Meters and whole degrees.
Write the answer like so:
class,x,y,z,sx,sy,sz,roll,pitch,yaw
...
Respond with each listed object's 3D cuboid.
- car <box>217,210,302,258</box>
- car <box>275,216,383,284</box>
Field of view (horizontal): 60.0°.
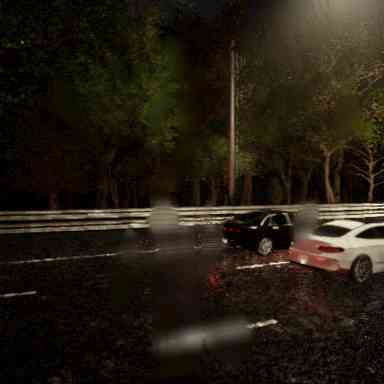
class,x,y,z,sx,sy,sz,roll,pitch,yaw
car,3.291,1.446,12.513,4.892,1.490,1.837,0,0,-26
car,4.853,1.501,9.377,4.674,1.442,1.812,0,1,-26
